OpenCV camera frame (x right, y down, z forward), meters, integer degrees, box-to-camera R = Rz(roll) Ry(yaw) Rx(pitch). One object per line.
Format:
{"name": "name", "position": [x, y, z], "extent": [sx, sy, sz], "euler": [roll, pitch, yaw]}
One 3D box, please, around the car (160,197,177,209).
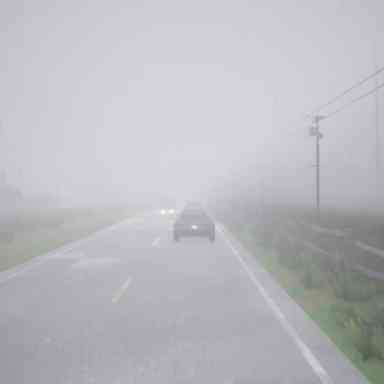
{"name": "car", "position": [-3.140, 1.449, 45.168], "extent": [2.128, 1.511, 4.902], "euler": [0, 0, 1]}

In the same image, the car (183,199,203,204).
{"name": "car", "position": [0.107, 1.458, 33.685], "extent": [2.128, 1.511, 4.902], "euler": [0, 0, 0]}

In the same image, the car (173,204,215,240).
{"name": "car", "position": [0.102, 1.547, 16.988], "extent": [1.994, 1.385, 4.181], "euler": [0, 0, 0]}
